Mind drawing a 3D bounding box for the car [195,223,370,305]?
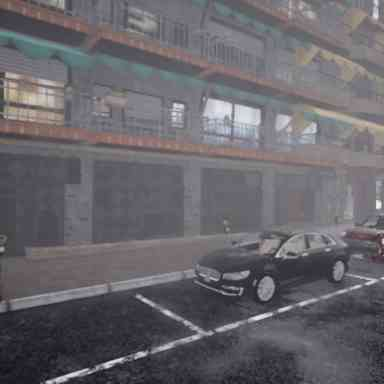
[{"bbox_3d":[2.096,1.551,8.040,4.403,1.369,2.008,0,1,-35],"label":"car"}]

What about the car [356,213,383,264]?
[{"bbox_3d":[6.699,1.441,11.319,4.097,1.590,1.967,0,1,-35],"label":"car"}]
